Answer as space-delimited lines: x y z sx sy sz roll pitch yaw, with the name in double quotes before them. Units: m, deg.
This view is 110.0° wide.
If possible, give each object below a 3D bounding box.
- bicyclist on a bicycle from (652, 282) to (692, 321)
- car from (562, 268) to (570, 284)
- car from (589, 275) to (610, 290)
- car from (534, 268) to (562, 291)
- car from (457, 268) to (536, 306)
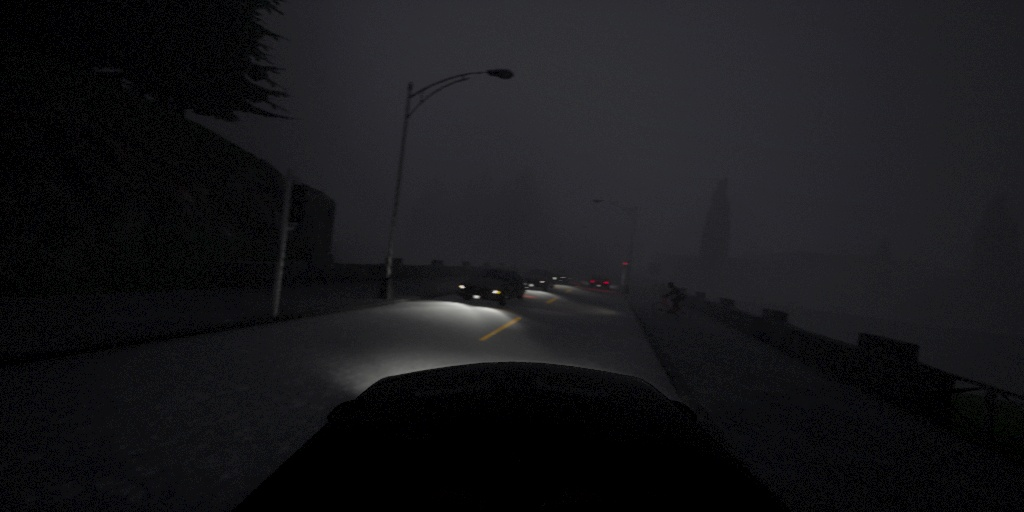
"bicyclist on a bicycle" 7.172 2.006 15.992 1.656 1.620 0.582 7 0 15
"car" 4.765 1.941 36.427 1.882 1.535 5.008 7 0 15
"car" 8.693 2.526 35.486 1.895 1.301 4.718 7 0 15
"car" 2.028 1.642 26.328 2.033 1.411 5.357 7 0 15
"car" -0.639 1.282 16.387 2.033 1.411 5.357 7 0 15
